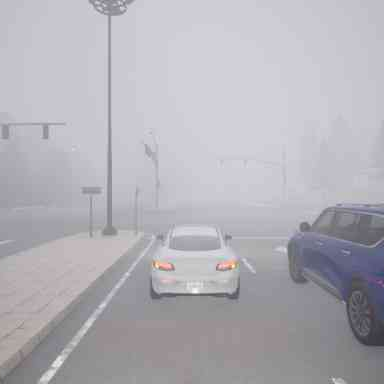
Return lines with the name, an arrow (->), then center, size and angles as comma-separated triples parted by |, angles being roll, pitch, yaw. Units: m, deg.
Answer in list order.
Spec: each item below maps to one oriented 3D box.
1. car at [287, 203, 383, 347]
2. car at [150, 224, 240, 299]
car -> 3.553, 1.221, 6.454 | 2.150, 2.045, 5.566 | 0, 0, 1
car -> 0.062, 1.526, 8.300 | 1.812, 1.442, 4.674 | 0, 0, 0
